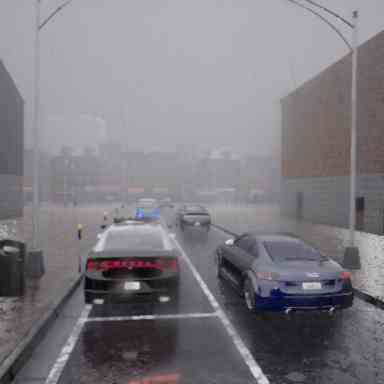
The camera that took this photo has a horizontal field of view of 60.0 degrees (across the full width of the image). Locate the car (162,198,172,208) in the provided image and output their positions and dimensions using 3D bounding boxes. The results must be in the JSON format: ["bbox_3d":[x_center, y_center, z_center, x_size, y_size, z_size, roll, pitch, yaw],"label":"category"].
[{"bbox_3d":[-3.599,1.664,46.341,1.837,1.490,4.892,1,-1,-6],"label":"car"}]

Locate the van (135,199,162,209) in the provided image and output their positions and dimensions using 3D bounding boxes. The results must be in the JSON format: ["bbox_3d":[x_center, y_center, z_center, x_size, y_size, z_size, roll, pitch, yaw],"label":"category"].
[{"bbox_3d":[-3.353,1.407,25.007,1.690,1.788,3.998,0,0,-8],"label":"van"}]

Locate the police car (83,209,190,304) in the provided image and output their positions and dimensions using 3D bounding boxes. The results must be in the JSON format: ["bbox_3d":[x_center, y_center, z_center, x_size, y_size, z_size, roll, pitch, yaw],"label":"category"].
[{"bbox_3d":[-1.402,1.442,8.380,1.930,1.638,5.238,1,0,-8],"label":"police car"}]

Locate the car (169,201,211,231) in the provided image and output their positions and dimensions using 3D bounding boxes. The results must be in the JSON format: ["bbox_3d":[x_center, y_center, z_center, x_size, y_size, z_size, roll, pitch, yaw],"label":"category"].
[{"bbox_3d":[-0.031,1.575,21.064,2.128,1.511,4.902,1,0,-8],"label":"car"}]

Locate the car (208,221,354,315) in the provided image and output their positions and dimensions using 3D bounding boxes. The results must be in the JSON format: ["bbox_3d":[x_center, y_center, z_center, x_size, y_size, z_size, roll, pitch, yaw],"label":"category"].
[{"bbox_3d":[1.817,1.612,7.797,1.994,1.385,4.181,1,0,-8],"label":"car"}]
